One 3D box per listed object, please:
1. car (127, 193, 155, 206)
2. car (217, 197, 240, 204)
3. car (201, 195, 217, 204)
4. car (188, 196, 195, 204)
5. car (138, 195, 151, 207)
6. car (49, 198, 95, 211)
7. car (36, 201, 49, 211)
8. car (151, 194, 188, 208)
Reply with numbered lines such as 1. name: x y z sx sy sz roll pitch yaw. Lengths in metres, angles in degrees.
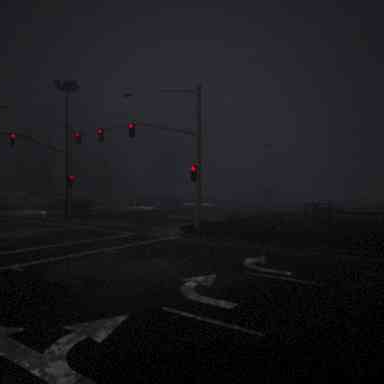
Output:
1. car: -8.008 1.191 53.614 2.150 2.045 5.566 0 0 34
2. car: 7.197 1.576 63.099 1.895 1.301 4.718 0 0 36
3. car: 3.272 1.323 63.607 2.097 1.767 4.553 0 0 35
4. car: 0.482 1.495 65.706 1.812 1.442 4.674 0 0 36
5. car: -5.365 1.520 51.312 2.033 1.411 5.357 0 0 35
6. car: -13.764 1.464 39.278 2.128 1.511 4.902 0 0 35
7. car: -16.785 1.495 41.052 1.812 1.442 4.674 0 0 35
8. car: -3.196 1.466 48.303 2.128 1.511 4.902 0 0 35
